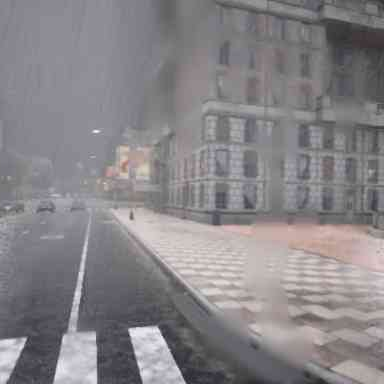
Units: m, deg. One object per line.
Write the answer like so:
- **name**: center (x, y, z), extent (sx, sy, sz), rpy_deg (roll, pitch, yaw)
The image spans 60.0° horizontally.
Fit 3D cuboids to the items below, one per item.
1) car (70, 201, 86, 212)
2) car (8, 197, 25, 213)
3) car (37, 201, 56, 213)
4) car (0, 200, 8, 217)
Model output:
- **car**: center (-16.049, 1.980, 46.754), extent (2.033, 1.411, 5.357), rpy_deg (2, -1, -17)
- **car**: center (-21.382, 1.688, 39.798), extent (2.128, 1.511, 4.902), rpy_deg (2, -1, -17)
- **car**: center (-18.042, 1.844, 41.331), extent (2.033, 1.411, 5.357), rpy_deg (2, -1, -17)
- **car**: center (-18.407, 1.601, 29.822), extent (1.837, 1.490, 4.892), rpy_deg (2, -1, -17)
